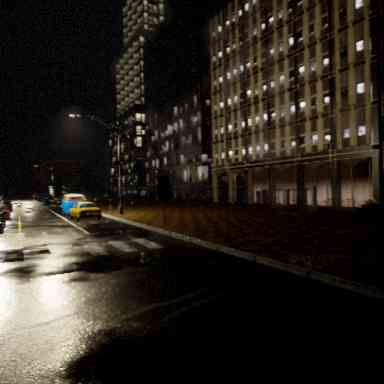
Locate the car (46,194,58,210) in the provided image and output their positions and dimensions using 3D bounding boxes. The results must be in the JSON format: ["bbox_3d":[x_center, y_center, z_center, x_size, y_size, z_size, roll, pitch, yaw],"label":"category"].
[{"bbox_3d":[-15.442,1.251,38.727,2.008,1.369,4.403,-2,1,-28],"label":"car"}]

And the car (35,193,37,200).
[{"bbox_3d":[-28.387,1.120,63.470,1.752,1.417,4.829,-2,1,-28],"label":"car"}]

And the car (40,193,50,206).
[{"bbox_3d":[-20.588,1.224,48.565,1.947,1.339,4.313,-2,1,-28],"label":"car"}]

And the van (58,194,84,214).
[{"bbox_3d":[-10.299,1.084,28.887,1.690,1.788,3.998,-2,1,-28],"label":"van"}]

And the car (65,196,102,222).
[{"bbox_3d":[-7.801,1.289,24.122,1.752,1.417,4.829,-2,1,-28],"label":"car"}]

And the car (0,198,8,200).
[{"bbox_3d":[-15.335,1.482,26.029,1.994,1.385,4.181,-2,1,-28],"label":"car"}]

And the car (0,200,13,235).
[{"bbox_3d":[-11.096,1.444,17.942,2.128,1.511,4.902,-2,1,-27],"label":"car"}]

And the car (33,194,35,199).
[{"bbox_3d":[-33.455,1.120,73.157,1.947,1.339,4.313,-2,1,-28],"label":"car"}]

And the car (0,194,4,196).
[{"bbox_3d":[-40.798,1.332,69.121,1.752,1.417,4.829,-2,1,-28],"label":"car"}]

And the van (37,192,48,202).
[{"bbox_3d":[-25.738,0.957,58.398,1.690,1.788,3.998,-2,1,-28],"label":"van"}]

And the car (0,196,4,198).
[{"bbox_3d":[-19.941,1.443,34.892,1.994,1.385,4.181,-2,1,-28],"label":"car"}]
